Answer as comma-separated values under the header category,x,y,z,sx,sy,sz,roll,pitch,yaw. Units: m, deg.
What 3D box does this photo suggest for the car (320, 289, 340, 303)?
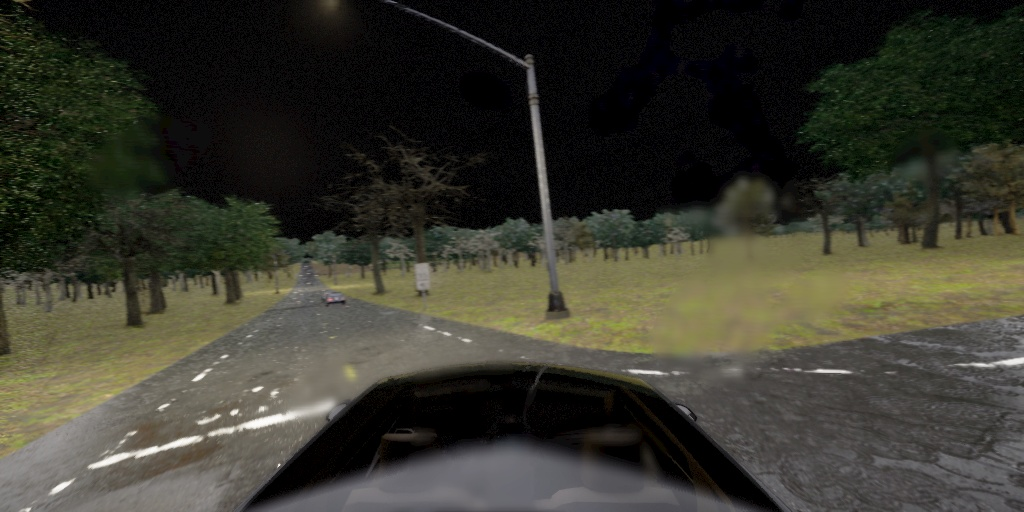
category,x,y,z,sx,sy,sz,roll,pitch,yaw
car,-24.640,5.342,48.407,2.128,1.511,4.902,-5,-1,-30

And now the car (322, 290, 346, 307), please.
category,x,y,z,sx,sy,sz,roll,pitch,yaw
car,-19.289,4.654,39.059,2.033,1.411,5.357,-5,-2,-30
